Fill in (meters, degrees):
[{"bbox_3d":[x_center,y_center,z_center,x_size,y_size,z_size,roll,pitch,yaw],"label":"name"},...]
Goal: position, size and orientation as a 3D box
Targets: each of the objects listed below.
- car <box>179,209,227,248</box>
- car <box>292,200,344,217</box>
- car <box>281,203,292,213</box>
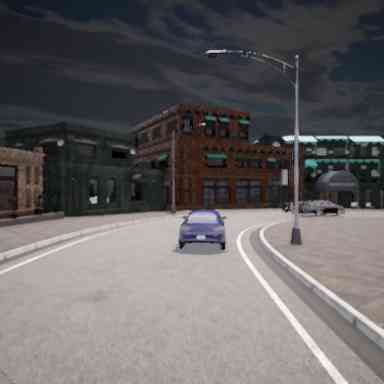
[{"bbox_3d":[0.522,1.474,14.328,1.812,1.442,4.674,0,0,5],"label":"car"},{"bbox_3d":[12.468,1.543,31.874,4.902,1.511,2.128,1,0,-28],"label":"car"},{"bbox_3d":[11.672,1.576,35.506,4.181,1.385,1.994,1,0,-23],"label":"car"}]
